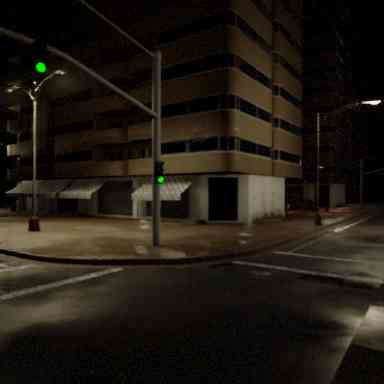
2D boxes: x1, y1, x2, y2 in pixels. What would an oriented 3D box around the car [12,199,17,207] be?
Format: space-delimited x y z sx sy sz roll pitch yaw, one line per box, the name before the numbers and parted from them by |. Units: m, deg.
car | -25.455 1.558 51.776 1.837 1.490 4.892 0 0 20
